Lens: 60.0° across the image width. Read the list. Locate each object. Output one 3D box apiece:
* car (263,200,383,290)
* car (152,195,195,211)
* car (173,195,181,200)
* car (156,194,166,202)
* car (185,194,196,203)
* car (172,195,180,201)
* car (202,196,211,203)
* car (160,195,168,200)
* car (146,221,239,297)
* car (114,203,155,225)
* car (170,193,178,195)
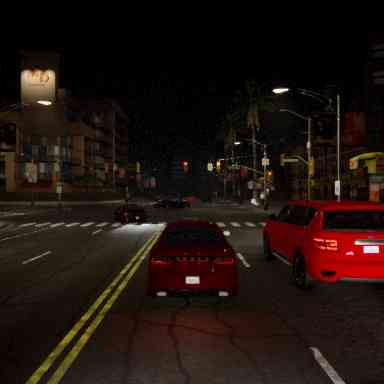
[{"bbox_3d":[3.511,1.221,9.197,2.150,2.045,5.566,0,0,0],"label":"car"},{"bbox_3d":[-2.387,1.491,40.934,4.902,1.511,2.128,0,0,-42],"label":"car"},{"bbox_3d":[-4.111,1.552,92.503,1.994,1.385,4.181,0,0,0],"label":"car"},{"bbox_3d":[-7.528,1.355,80.578,2.097,1.767,4.553,0,0,0],"label":"car"},{"bbox_3d":[-0.349,1.352,68.907,2.097,1.767,4.553,0,0,0],"label":"car"},{"bbox_3d":[-4.042,1.524,82.700,1.812,1.442,4.674,0,0,0],"label":"car"},{"bbox_3d":[3.071,1.524,70.446,1.812,1.442,4.674,0,0,0],"label":"car"},{"bbox_3d":[-7.595,1.500,90.642,1.837,1.490,4.892,0,0,0],"label":"car"},{"bbox_3d":[0.014,1.478,8.621,1.882,1.535,5.008,0,0,0],"label":"car"},{"bbox_3d":[-4.439,1.564,24.320,1.994,1.385,4.181,0,0,-23],"label":"car"},{"bbox_3d":[-3.977,1.225,72.984,2.150,2.045,5.566,0,0,0],"label":"car"}]
